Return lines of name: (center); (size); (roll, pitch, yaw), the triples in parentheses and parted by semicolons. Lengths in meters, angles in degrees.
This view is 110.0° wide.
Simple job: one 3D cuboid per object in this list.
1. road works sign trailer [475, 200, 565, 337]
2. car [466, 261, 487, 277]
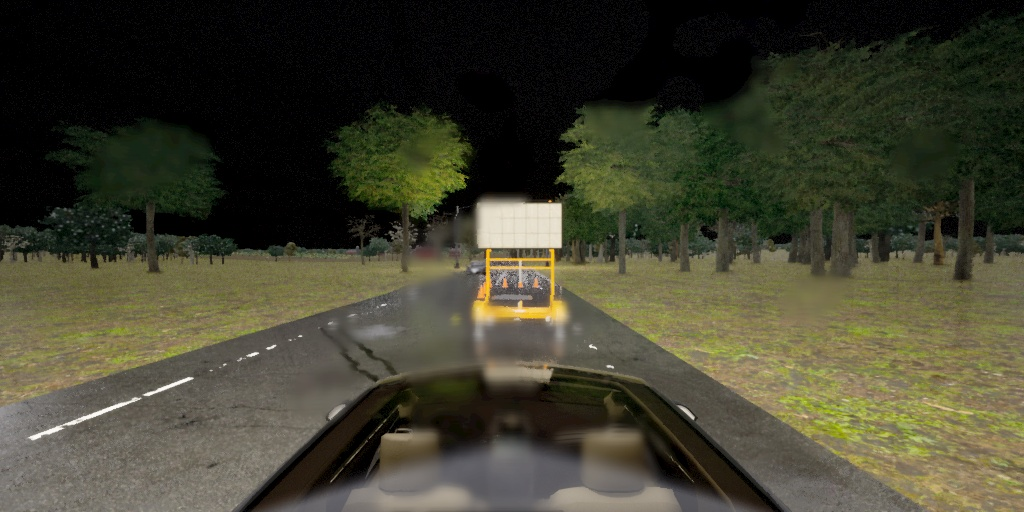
road works sign trailer: (0.239, 0.210, 10.251); (2.380, 3.560, 2.880); (0, 0, 2)
car: (-3.532, 1.243, 36.404); (2.128, 1.511, 4.902); (0, 0, 0)
